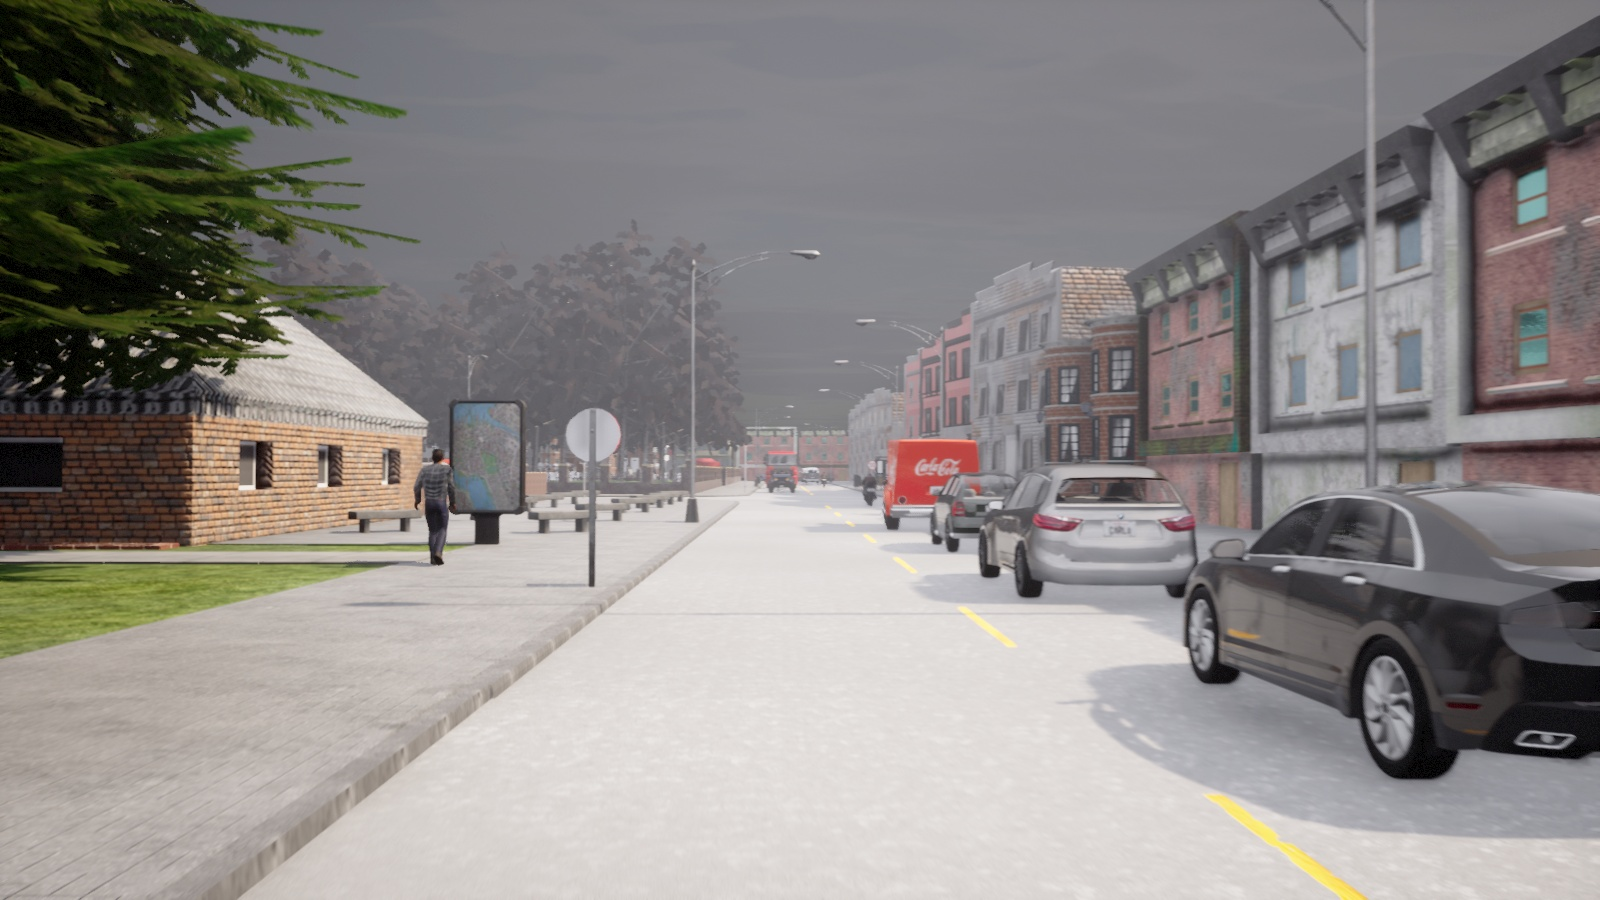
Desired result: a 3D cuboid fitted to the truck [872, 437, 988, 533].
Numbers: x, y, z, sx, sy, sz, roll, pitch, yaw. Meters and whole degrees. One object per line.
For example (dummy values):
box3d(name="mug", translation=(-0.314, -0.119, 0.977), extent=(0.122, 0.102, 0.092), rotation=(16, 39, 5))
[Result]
box3d(name="truck", translation=(3.515, 0.917, 35.112), extent=(2.627, 2.467, 5.204), rotation=(0, 0, -1))

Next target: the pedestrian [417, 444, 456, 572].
box3d(name="pedestrian", translation=(-5.632, 0.885, 19.500), extent=(0.423, 1.949, 0.788), rotation=(0, -1, -4))

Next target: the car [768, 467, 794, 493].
box3d(name="car", translation=(-1.365, 2.171, 91.534), extent=(1.905, 1.878, 3.866), rotation=(0, -1, 0))

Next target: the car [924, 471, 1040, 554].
box3d(name="car", translation=(3.647, 1.212, 25.720), extent=(1.789, 1.549, 3.705), rotation=(0, -1, -1))

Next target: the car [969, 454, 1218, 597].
box3d(name="car", translation=(3.766, 0.929, 17.110), extent=(2.242, 1.667, 4.611), rotation=(0, -1, -1))

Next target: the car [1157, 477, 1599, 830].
box3d(name="car", translation=(3.898, 0.933, 7.893), extent=(1.837, 1.490, 4.892), rotation=(0, -1, -1))

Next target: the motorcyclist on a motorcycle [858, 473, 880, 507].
box3d(name="motorcyclist on a motorcycle", translation=(3.169, 1.815, 57.933), extent=(0.866, 1.530, 2.191), rotation=(0, -1, -1))
